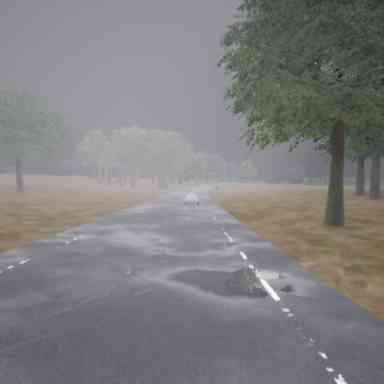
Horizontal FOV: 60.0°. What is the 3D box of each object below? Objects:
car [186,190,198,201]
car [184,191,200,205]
[{"bbox_3d":[-0.003,0.564,53.434,1.837,1.490,4.892,0,2,0],"label":"car"},{"bbox_3d":[-0.004,0.869,43.185,1.812,1.442,4.674,0,1,0],"label":"car"}]
